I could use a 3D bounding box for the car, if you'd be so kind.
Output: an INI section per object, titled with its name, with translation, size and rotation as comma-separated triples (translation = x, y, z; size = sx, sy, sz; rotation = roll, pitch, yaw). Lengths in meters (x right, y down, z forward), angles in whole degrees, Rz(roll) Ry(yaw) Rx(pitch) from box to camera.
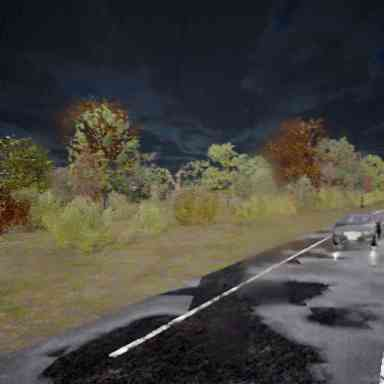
[car]
translation = 8.299, 1.771, 16.599
size = 2.128, 1.511, 4.902
rotation = -3, -2, 33
